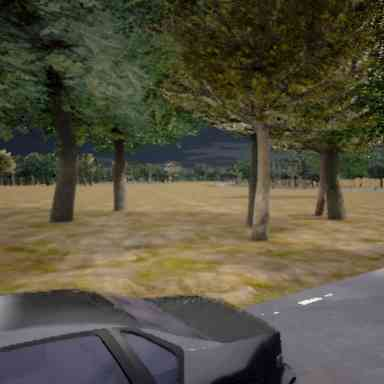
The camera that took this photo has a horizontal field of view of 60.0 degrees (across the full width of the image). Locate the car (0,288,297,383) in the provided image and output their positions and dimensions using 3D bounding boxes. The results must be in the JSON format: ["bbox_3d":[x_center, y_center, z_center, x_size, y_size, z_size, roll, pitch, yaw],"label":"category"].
[{"bbox_3d":[-1.593,1.548,2.243,5.357,1.411,2.033,0,0,-35],"label":"car"}]
